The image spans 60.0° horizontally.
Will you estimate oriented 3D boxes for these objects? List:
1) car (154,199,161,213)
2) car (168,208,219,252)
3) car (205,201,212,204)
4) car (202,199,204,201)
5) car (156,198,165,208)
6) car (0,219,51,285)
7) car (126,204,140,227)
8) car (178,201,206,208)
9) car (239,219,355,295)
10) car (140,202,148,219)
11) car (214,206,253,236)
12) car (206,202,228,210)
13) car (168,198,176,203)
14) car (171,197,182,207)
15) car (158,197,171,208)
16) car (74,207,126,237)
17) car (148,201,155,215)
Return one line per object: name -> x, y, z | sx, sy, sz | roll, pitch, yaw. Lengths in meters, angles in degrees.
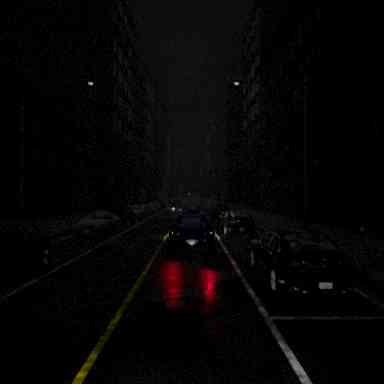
car -> -5.395, 1.931, 41.225 | 2.008, 1.369, 4.403 | 0, -1, 0
car -> 0.002, 1.660, 14.392 | 1.812, 1.442, 4.674 | 0, 0, 0
car -> 2.631, 1.898, 35.804 | 1.947, 1.339, 4.313 | 0, -1, 0
car -> 2.629, 1.954, 46.800 | 1.752, 1.417, 4.829 | 0, 0, 0
car -> -5.396, 1.978, 46.638 | 2.008, 1.369, 4.403 | 0, 0, 0
car -> -5.390, 1.522, 8.751 | 1.967, 1.590, 4.097 | 0, -1, 0
car -> -5.393, 1.798, 24.987 | 1.947, 1.339, 4.313 | 0, -1, 0
car -> -0.001, 1.799, 29.381 | 1.812, 1.442, 4.674 | 0, 0, 0
car -> 2.635, 1.633, 8.742 | 2.008, 1.369, 4.403 | 0, -1, 0
car -> -5.393, 1.806, 30.230 | 1.752, 1.417, 4.829 | 0, -1, 0
car -> 2.633, 1.733, 19.567 | 2.008, 1.369, 4.403 | 0, -1, 0
car -> 2.632, 1.849, 30.391 | 1.947, 1.339, 4.313 | 0, -1, 0
car -> -5.403, 2.340, 89.379 | 1.887, 1.381, 4.507 | 0, 0, 0
car -> -2.762, 2.113, 62.669 | 2.033, 1.411, 5.357 | 0, -1, 0
car -> -5.398, 1.836, 57.464 | 2.192, 1.841, 5.009 | 0, 0, 0
car -> -5.392, 1.706, 19.405 | 1.752, 1.417, 4.829 | 0, -1, 0
car -> -5.394, 1.914, 35.812 | 1.802, 1.307, 4.206 | 0, -1, 0
